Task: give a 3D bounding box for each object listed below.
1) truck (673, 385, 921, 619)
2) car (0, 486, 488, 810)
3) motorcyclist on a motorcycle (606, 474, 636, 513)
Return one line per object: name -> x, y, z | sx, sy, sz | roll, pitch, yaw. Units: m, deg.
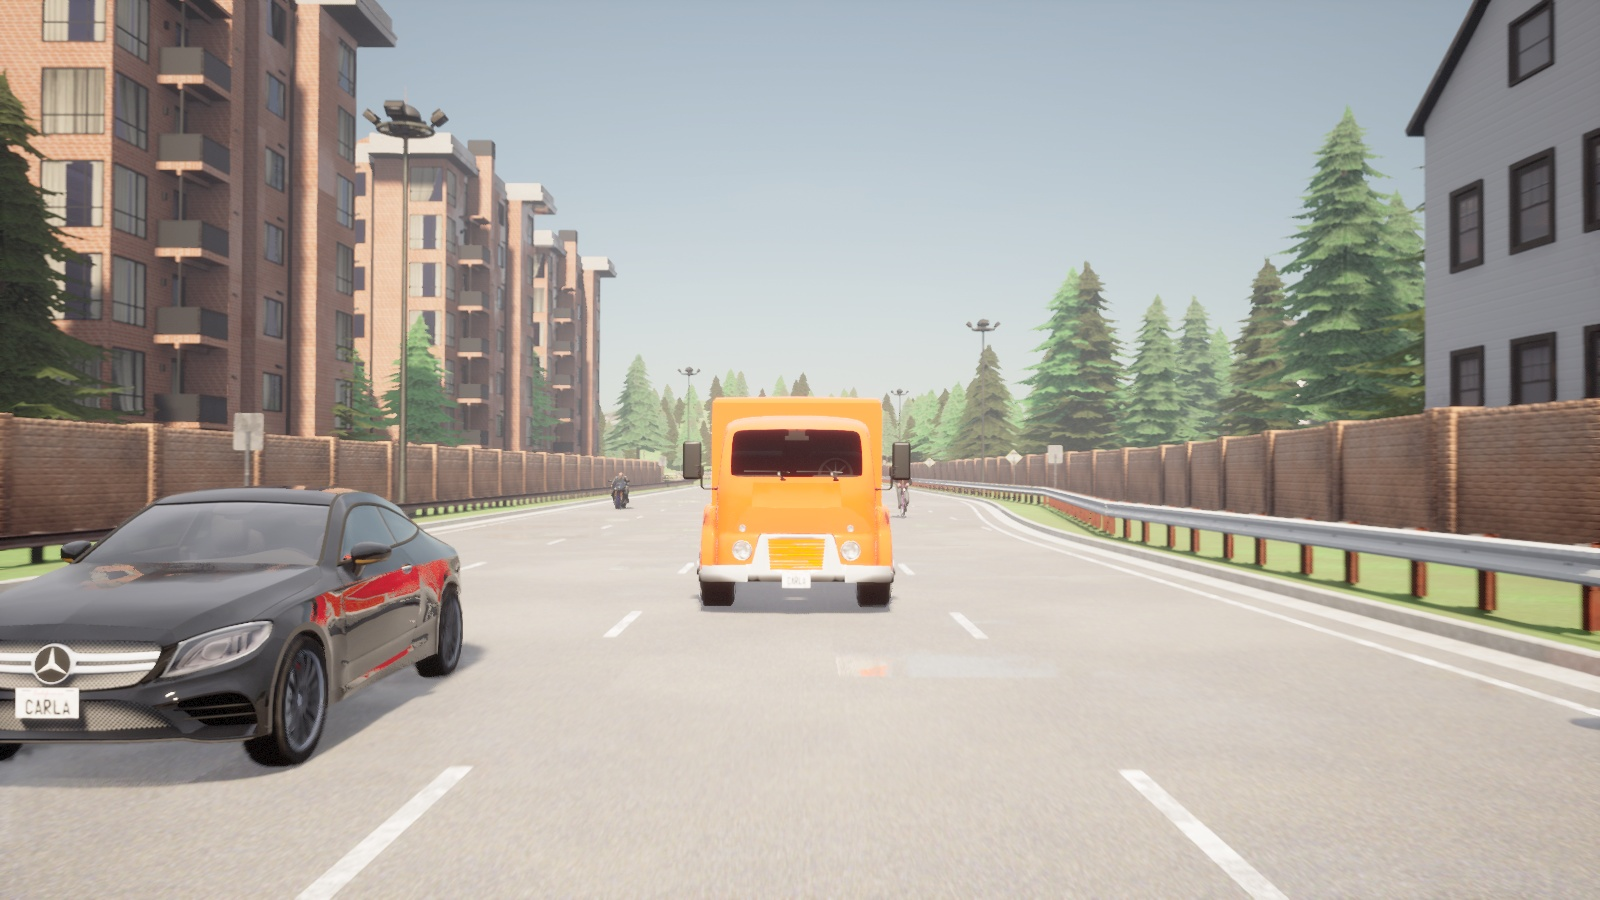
truck -> -0.041, 0.595, 15.947 | 2.627, 2.467, 5.204 | 0, -1, 0
car -> -3.514, 0.991, 8.189 | 1.812, 1.442, 4.674 | 0, -1, 0
motorcyclist on a motorcycle -> -7.122, 1.715, 50.053 | 0.866, 1.530, 2.191 | 0, -1, 0
